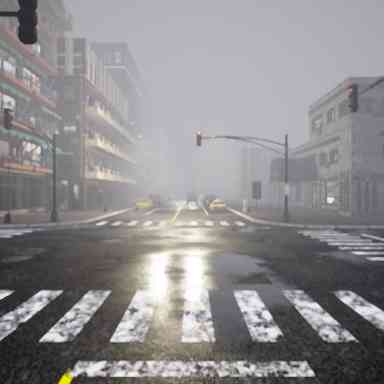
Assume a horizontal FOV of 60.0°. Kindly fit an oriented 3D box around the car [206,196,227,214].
[{"bbox_3d":[2.711,1.446,34.699,1.752,1.417,4.829,0,0,0],"label":"car"}]

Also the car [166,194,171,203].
[{"bbox_3d":[-5.656,1.427,62.228,2.008,1.369,4.403,0,0,0],"label":"car"}]

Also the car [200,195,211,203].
[{"bbox_3d":[2.727,1.421,67.764,2.008,1.369,4.403,0,0,0],"label":"car"}]

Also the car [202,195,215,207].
[{"bbox_3d":[2.716,1.482,45.607,1.802,1.307,4.206,0,0,0],"label":"car"}]

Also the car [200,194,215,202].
[{"bbox_3d":[2.720,1.207,51.146,2.192,1.841,5.009,0,0,0],"label":"car"}]

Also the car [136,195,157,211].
[{"bbox_3d":[-5.667,1.436,39.901,1.752,1.417,4.829,0,0,0],"label":"car"}]

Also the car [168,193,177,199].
[{"bbox_3d":[-5.639,1.165,95.464,2.192,1.841,5.009,0,0,0],"label":"car"}]

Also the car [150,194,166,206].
[{"bbox_3d":[-5.661,1.207,51.150,2.192,1.841,5.009,0,0,0],"label":"car"}]

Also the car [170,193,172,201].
[{"bbox_3d":[-5.653,1.396,67.597,1.752,1.417,4.829,0,0,0],"label":"car"}]

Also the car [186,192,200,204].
[{"bbox_3d":[0.032,1.230,61.306,2.097,1.767,4.553,0,0,0],"label":"car"}]

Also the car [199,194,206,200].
[{"bbox_3d":[2.738,1.377,90.091,1.752,1.417,4.829,0,0,0],"label":"car"}]

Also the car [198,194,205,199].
[{"bbox_3d":[2.741,1.400,95.460,2.008,1.369,4.403,0,0,0],"label":"car"}]

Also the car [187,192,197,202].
[{"bbox_3d":[0.037,0.980,71.369,2.150,2.045,5.566,0,0,0],"label":"car"}]

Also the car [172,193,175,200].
[{"bbox_3d":[-5.648,1.405,78.847,1.887,1.381,4.507,0,0,0],"label":"car"}]
